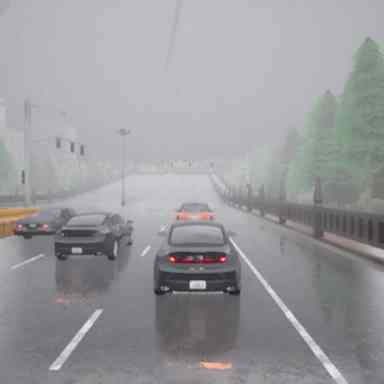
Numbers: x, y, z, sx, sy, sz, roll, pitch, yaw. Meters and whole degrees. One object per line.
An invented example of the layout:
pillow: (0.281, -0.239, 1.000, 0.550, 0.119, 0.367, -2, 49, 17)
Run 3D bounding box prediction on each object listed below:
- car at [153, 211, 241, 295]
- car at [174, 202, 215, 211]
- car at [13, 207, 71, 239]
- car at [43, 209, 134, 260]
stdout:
car: (0.118, 1.474, 8.615, 1.837, 1.490, 4.892, 0, 0, 0)
car: (0.138, 1.290, 17.629, 2.097, 1.767, 4.553, 0, 0, 0)
car: (-6.864, 1.488, 16.847, 2.033, 1.411, 5.357, 0, 0, 0)
car: (-3.373, 1.462, 12.187, 1.837, 1.490, 4.892, 0, 0, 0)
